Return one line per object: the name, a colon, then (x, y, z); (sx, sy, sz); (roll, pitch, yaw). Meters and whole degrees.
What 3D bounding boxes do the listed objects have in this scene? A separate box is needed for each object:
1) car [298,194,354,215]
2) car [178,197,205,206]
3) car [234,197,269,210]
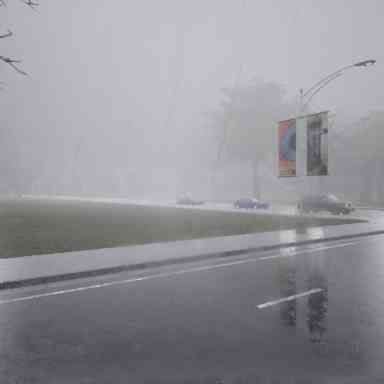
car: (13.524, 1.224, 34.007); (2.150, 2.045, 5.566); (0, 0, -36)
car: (-0.179, 1.475, 52.790); (2.033, 1.411, 5.357); (0, 0, -36)
car: (7.510, 1.444, 42.239); (1.882, 1.535, 5.008); (0, 0, -36)
